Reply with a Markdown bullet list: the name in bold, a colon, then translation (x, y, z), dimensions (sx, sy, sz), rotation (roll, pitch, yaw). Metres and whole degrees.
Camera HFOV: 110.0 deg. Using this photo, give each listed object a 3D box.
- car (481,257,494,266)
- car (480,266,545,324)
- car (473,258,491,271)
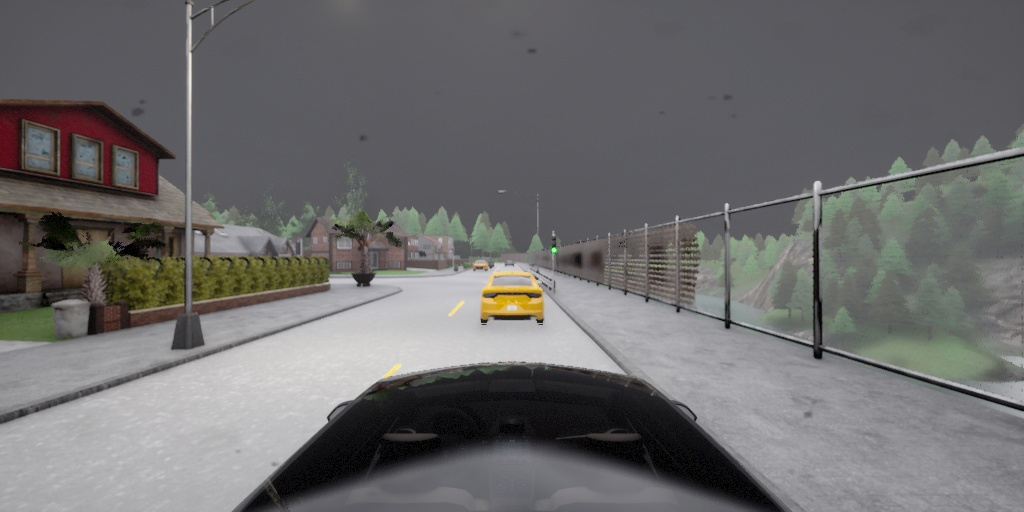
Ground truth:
- **car**: translation (-4.504, 1.141, 61.294), dimensions (2.150, 2.045, 5.566), rotation (0, 0, 0)
- **car**: translation (0.008, 1.257, 12.152), dimensions (1.882, 1.535, 5.008), rotation (0, 0, 0)
- **car**: translation (-4.452, 1.369, 51.349), dimensions (1.882, 1.535, 5.008), rotation (0, 0, 0)
